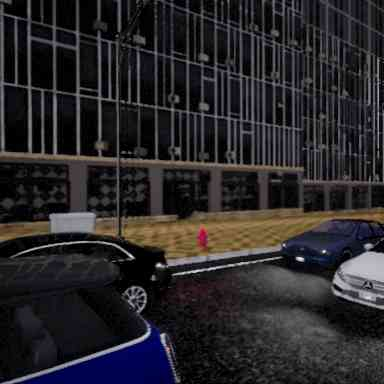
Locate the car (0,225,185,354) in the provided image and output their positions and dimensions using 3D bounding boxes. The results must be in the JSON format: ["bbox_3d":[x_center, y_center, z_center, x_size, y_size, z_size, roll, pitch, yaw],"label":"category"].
[{"bbox_3d":[-2.672,1.512,5.765,4.892,1.490,1.837,1,0,-35],"label":"car"}]

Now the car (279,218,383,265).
[{"bbox_3d":[5.411,1.640,11.491,5.357,1.411,2.033,1,0,-35],"label":"car"}]

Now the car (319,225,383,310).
[{"bbox_3d":[5.016,1.595,7.235,4.674,1.442,1.812,1,0,-35],"label":"car"}]

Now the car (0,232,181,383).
[{"bbox_3d":[-2.283,1.343,2.019,4.553,1.767,2.097,1,0,-36],"label":"car"}]
